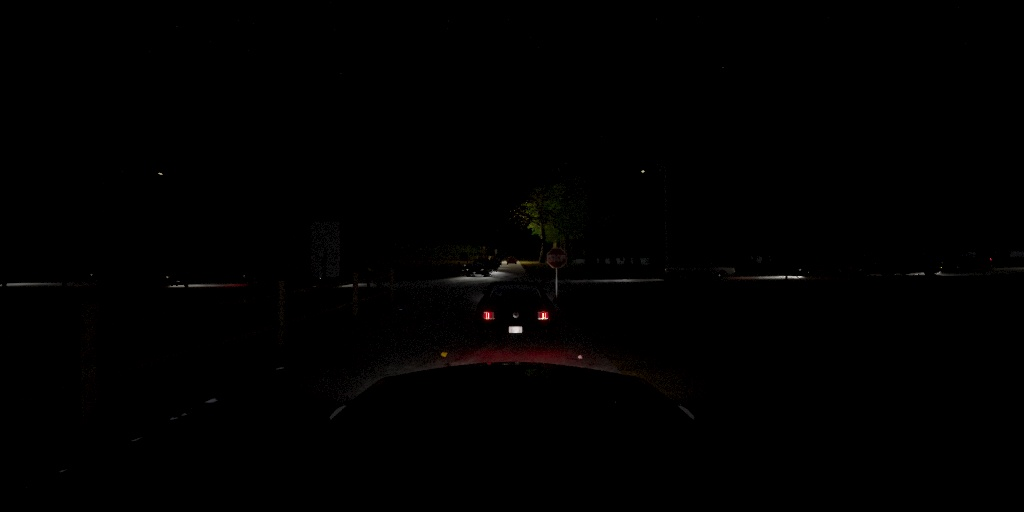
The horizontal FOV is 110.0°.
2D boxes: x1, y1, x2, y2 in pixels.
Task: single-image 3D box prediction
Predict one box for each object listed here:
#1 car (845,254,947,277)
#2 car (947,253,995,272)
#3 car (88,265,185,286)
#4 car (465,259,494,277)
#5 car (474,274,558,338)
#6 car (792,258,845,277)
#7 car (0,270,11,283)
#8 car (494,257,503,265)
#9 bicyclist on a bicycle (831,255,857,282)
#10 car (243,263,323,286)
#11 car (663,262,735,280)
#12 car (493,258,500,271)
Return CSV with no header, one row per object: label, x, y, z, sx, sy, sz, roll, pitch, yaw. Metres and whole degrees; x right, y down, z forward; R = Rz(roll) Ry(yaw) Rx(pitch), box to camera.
car,26.180,0.665,24.575,4.674,1.442,1.812,-2,-1,0
car,34.027,0.477,27.562,4.181,1.385,1.994,-2,-1,-1
car,-25.227,1.291,24.317,5.357,1.411,2.033,0,-1,0
car,-3.237,1.254,35.213,1.812,1.442,4.674,0,0,5
car,0.082,1.352,10.187,1.895,1.301,4.718,0,0,0
car,24.083,0.827,27.506,4.181,1.385,1.994,-2,-1,0
car,-37.230,1.139,24.272,4.892,1.490,1.837,1,-1,0
car,-2.920,1.120,58.680,2.033,1.411,5.357,0,1,1
bicyclist on a bicycle,19.855,0.746,21.505,0.582,1.620,1.656,-1,-1,0
car,-15.416,1.252,24.322,4.892,1.490,1.837,0,-1,1
car,14.194,1.122,27.459,4.718,1.301,1.895,-1,-1,0
car,-2.930,1.270,46.939,1.895,1.301,4.718,0,0,0
